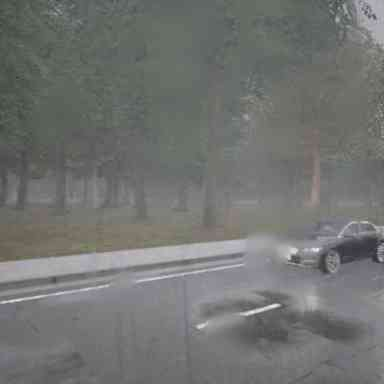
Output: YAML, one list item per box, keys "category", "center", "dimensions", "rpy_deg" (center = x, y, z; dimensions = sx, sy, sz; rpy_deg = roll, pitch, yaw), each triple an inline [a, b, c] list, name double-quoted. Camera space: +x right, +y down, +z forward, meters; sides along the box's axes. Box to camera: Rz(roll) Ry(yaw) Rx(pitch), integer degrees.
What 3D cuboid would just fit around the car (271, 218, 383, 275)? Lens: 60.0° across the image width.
- category: "car"
  center: [4.697, 1.627, 11.027]
  dimensions: [4.902, 1.511, 2.128]
  rpy_deg: [1, -1, -35]
